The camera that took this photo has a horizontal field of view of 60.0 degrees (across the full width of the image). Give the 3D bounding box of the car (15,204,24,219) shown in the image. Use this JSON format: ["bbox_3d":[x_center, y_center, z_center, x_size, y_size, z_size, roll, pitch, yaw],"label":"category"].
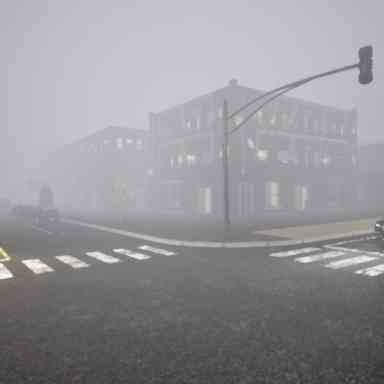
[{"bbox_3d":[-14.749,1.871,30.600,1.802,1.307,4.206,-2,0,-35],"label":"car"}]

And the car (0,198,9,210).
[{"bbox_3d":[-30.812,1.906,53.140,2.192,1.841,5.009,-2,1,-35],"label":"car"}]

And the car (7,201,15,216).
[{"bbox_3d":[-17.959,1.933,35.108,1.802,1.307,4.206,-2,0,-35],"label":"car"}]

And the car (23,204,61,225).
[{"bbox_3d":[-11.539,1.777,26.090,2.008,1.369,4.403,-2,0,-35],"label":"car"}]

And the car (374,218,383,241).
[{"bbox_3d":[9.974,1.381,14.806,4.902,1.511,2.128,0,0,-36],"label":"car"}]

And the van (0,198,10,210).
[{"bbox_3d":[-27.600,1.873,48.632,1.690,1.788,3.998,-2,1,-35],"label":"van"}]
